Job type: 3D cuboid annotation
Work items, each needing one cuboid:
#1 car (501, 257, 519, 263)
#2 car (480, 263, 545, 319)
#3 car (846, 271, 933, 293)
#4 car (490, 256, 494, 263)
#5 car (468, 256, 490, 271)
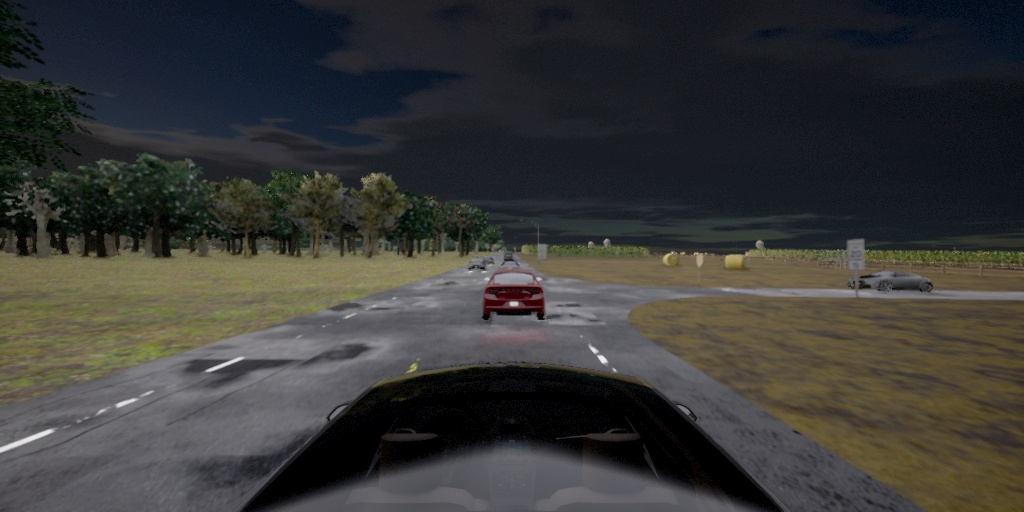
[{"bbox_3d":[-0.180,1.079,33.610,1.994,1.385,4.181,0,1,-1],"label":"car"},{"bbox_3d":[0.036,1.184,12.636,1.882,1.535,5.008,0,0,0],"label":"car"},{"bbox_3d":[24.423,1.633,23.284,4.181,1.385,1.994,1,-1,0],"label":"car"},{"bbox_3d":[-4.105,0.682,60.409,1.994,1.385,4.181,0,1,0],"label":"car"},{"bbox_3d":[-3.953,0.925,41.417,1.837,1.490,4.892,0,1,0],"label":"car"}]
